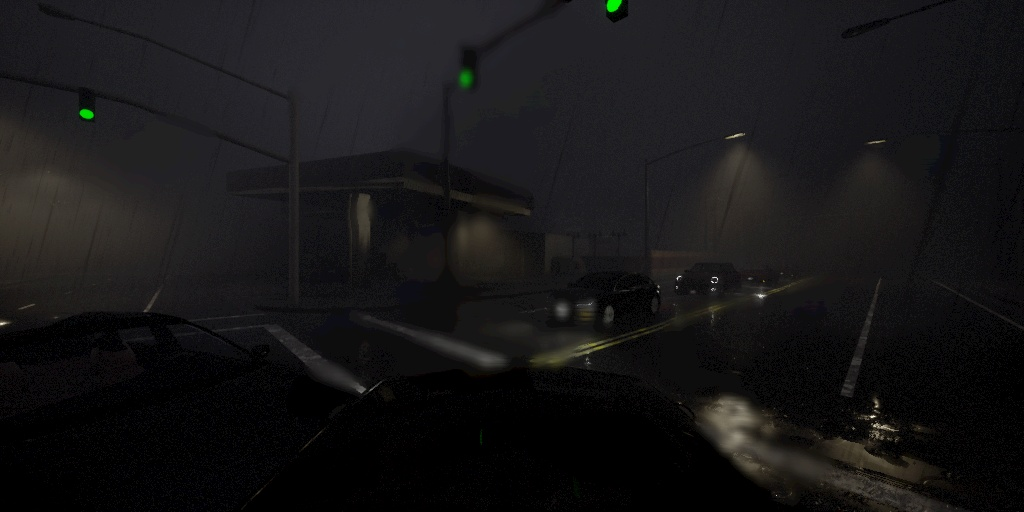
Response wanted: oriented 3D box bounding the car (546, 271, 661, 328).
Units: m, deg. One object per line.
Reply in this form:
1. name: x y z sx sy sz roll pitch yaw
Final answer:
1. car: 3.129 1.255 11.632 4.892 1.490 1.837 0 0 -44

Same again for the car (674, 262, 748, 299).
1. car: 10.114 1.102 18.329 4.553 1.767 2.097 0 0 -44

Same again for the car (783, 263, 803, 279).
1. car: 24.471 1.314 31.987 4.181 1.385 1.994 0 0 -43

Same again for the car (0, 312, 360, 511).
1. car: -3.365 1.242 2.751 4.902 1.511 2.128 0 0 16

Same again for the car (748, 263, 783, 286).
1. car: 17.188 1.314 25.089 4.181 1.385 1.994 0 0 -45
